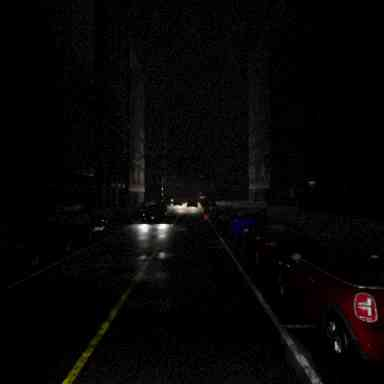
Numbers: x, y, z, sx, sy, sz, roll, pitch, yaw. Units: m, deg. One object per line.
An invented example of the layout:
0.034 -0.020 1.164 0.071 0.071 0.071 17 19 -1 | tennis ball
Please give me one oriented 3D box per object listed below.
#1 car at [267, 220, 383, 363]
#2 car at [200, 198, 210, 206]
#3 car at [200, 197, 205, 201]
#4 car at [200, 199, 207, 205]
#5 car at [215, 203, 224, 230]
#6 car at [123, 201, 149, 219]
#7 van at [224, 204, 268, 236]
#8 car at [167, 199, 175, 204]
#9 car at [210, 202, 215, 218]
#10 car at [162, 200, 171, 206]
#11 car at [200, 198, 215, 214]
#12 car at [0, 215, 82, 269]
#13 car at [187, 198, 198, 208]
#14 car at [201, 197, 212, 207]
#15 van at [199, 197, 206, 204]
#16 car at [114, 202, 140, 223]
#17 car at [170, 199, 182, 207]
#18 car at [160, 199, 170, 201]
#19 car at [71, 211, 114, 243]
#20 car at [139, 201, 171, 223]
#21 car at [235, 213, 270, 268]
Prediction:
2.857 1.507 6.005 1.967 1.590 4.097 0 -1 0 | car
2.911 2.239 73.785 1.967 1.590 4.097 0 -1 0 | car
2.896 1.936 56.841 2.192 1.841 5.009 0 -1 0 | car
2.921 2.492 85.081 1.802 1.307 4.206 0 -1 0 | car
2.870 1.691 22.950 1.967 1.590 4.097 0 -1 0 | car
-5.646 1.813 34.250 1.967 1.590 4.097 0 -1 0 | car
2.865 1.530 17.303 1.690 1.788 3.998 0 -1 0 | van
-5.600 2.529 90.736 1.947 1.339 4.313 0 -1 0 | car
2.875 1.857 28.598 1.887 1.381 4.507 0 -1 0 | car
-5.613 2.380 73.789 1.802 1.307 4.206 0 -1 0 | car
2.384 1.919 42.312 1.801 1.575 5.366 0 -1 0 | car
-5.663 1.693 11.655 1.947 1.339 4.313 0 -1 0 | car
0.048 2.227 60.709 1.994 1.385 4.181 0 -1 0 | car
2.906 2.056 68.138 2.192 1.841 5.009 0 -1 0 | car
2.925 2.305 90.732 1.690 1.788 3.998 0 -1 0 | van
-5.650 1.862 28.600 2.008 1.369 4.403 0 -1 0 | car
-2.945 2.289 69.041 2.033 1.411 5.357 0 -1 0 | car
-5.623 2.226 62.492 1.887 1.381 4.507 0 -1 0 | car
-5.659 1.733 17.303 1.887 1.381 4.507 0 -1 0 | car
-3.075 1.816 28.524 1.837 1.490 4.892 0 -1 0 | car
2.862 1.673 11.653 1.887 1.381 4.507 0 -1 0 | car
